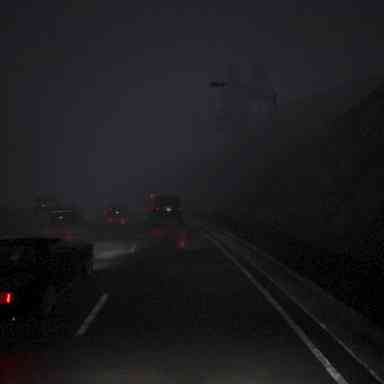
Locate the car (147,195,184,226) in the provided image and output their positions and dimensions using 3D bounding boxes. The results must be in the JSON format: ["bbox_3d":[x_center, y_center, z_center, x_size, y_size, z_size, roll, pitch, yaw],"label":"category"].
[{"bbox_3d":[-1.994,1.246,24.095,2.150,2.045,5.566,0,0,-11],"label":"car"}]

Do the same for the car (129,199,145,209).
[{"bbox_3d":[-8.313,1.705,48.006,1.895,1.301,4.718,-1,0,-23],"label":"car"}]

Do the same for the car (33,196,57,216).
[{"bbox_3d":[-15.255,1.414,35.133,2.150,2.045,5.566,0,0,-15],"label":"car"}]

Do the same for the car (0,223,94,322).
[{"bbox_3d":[-3.540,1.645,7.261,1.895,1.301,4.718,-1,0,-3],"label":"car"}]

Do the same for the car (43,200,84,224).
[{"bbox_3d":[-9.732,1.614,26.062,2.128,1.511,4.902,-1,0,-10],"label":"car"}]

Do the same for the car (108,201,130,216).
[{"bbox_3d":[-7.771,1.698,34.436,1.895,1.301,4.718,-1,0,-14],"label":"car"}]
